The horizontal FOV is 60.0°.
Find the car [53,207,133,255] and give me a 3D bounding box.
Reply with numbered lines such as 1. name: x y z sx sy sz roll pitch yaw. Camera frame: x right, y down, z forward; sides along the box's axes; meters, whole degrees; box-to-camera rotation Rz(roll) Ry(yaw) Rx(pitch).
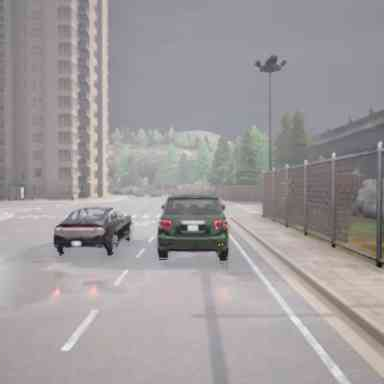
1. car: -3.441 1.299 12.385 2.128 1.511 4.902 0 1 0

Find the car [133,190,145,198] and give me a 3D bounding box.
1. car: -10.810 0.426 69.684 1.837 1.490 4.892 0 1 -5

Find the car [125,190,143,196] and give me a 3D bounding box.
1. car: -14.919 0.189 85.834 2.033 1.411 5.357 -1 1 -42

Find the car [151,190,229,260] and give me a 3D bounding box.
1. car: 0.052 1.038 11.823 2.150 2.045 5.566 0 1 1

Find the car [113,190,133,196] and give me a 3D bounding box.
1. car: -17.913 0.203 83.907 2.033 1.411 5.357 -1 1 -42

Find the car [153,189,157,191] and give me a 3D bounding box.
1. car: -7.665 0.248 71.883 2.097 1.767 4.553 0 1 -10
